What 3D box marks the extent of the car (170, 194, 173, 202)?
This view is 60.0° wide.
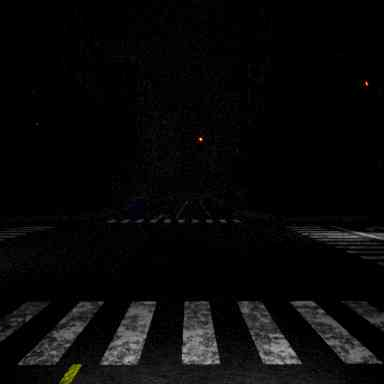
[{"bbox_3d":[-5.502,1.567,67.404,1.947,1.339,4.313,0,0,0],"label":"car"}]

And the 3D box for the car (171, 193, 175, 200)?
[{"bbox_3d":[-5.472,1.544,73.072,1.887,1.381,4.507,0,0,0],"label":"car"}]

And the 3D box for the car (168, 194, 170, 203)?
[{"bbox_3d":[-5.533,1.527,61.566,1.752,1.417,4.829,0,0,0],"label":"car"}]

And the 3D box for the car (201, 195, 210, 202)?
[{"bbox_3d":[3.084,1.437,78.705,1.967,1.590,4.097,0,0,0],"label":"car"}]

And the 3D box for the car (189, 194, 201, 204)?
[{"bbox_3d":[0.338,1.566,63.725,1.994,1.385,4.181,0,0,0],"label":"car"}]

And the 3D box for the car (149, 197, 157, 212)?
[{"bbox_3d":[-5.654,1.443,39.063,1.967,1.590,4.097,0,0,0],"label":"car"}]

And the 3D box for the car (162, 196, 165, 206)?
[{"bbox_3d":[-5.593,1.585,50.400,1.802,1.307,4.206,0,0,0],"label":"car"}]

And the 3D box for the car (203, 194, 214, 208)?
[{"bbox_3d":[2.902,1.443,44.690,1.967,1.590,4.097,0,0,0],"label":"car"}]

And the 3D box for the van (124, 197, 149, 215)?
[{"bbox_3d":[-5.684,1.343,33.395,1.690,1.788,3.998,0,0,0],"label":"van"}]

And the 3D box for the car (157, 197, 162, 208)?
[{"bbox_3d":[-5.623,1.569,44.732,1.947,1.339,4.313,0,0,0],"label":"car"}]

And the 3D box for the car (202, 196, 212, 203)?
[{"bbox_3d":[3.024,1.552,67.367,2.008,1.369,4.403,0,0,0],"label":"car"}]

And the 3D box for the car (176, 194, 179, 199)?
[{"bbox_3d":[-5.381,1.307,90.078,2.192,1.841,5.009,0,0,0],"label":"car"}]

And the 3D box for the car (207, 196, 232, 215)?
[{"bbox_3d":[2.842,1.442,33.352,1.967,1.590,4.097,0,0,0],"label":"car"}]

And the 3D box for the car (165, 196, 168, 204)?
[{"bbox_3d":[-5.563,1.569,56.068,1.947,1.339,4.313,0,0,0],"label":"car"}]

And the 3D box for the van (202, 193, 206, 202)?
[{"bbox_3d":[2.962,1.344,56.028,1.690,1.788,3.998,0,0,0],"label":"van"}]

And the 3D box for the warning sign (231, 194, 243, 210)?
[{"bbox_3d":[5.275,1.118,39.333,1.300,1.860,1.060,0,0,0],"label":"warning sign"}]

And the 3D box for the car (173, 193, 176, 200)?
[{"bbox_3d":[-5.442,1.522,78.571,1.752,1.417,4.829,0,0,0],"label":"car"}]
